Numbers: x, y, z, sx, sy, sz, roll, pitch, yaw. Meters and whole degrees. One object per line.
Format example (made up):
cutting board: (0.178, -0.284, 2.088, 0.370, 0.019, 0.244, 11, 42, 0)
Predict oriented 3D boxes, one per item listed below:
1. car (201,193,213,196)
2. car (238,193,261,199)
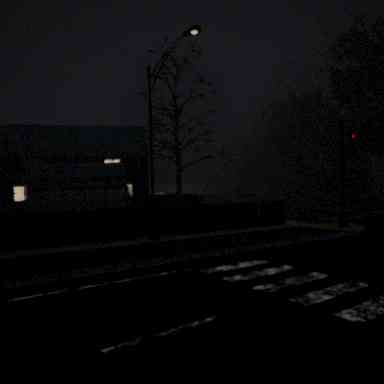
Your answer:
car: (2.472, 0.938, 56.301, 2.033, 1.411, 5.357, -2, 1, -14)
car: (6.882, 0.933, 39.470, 2.097, 1.767, 4.553, -2, 1, -15)
